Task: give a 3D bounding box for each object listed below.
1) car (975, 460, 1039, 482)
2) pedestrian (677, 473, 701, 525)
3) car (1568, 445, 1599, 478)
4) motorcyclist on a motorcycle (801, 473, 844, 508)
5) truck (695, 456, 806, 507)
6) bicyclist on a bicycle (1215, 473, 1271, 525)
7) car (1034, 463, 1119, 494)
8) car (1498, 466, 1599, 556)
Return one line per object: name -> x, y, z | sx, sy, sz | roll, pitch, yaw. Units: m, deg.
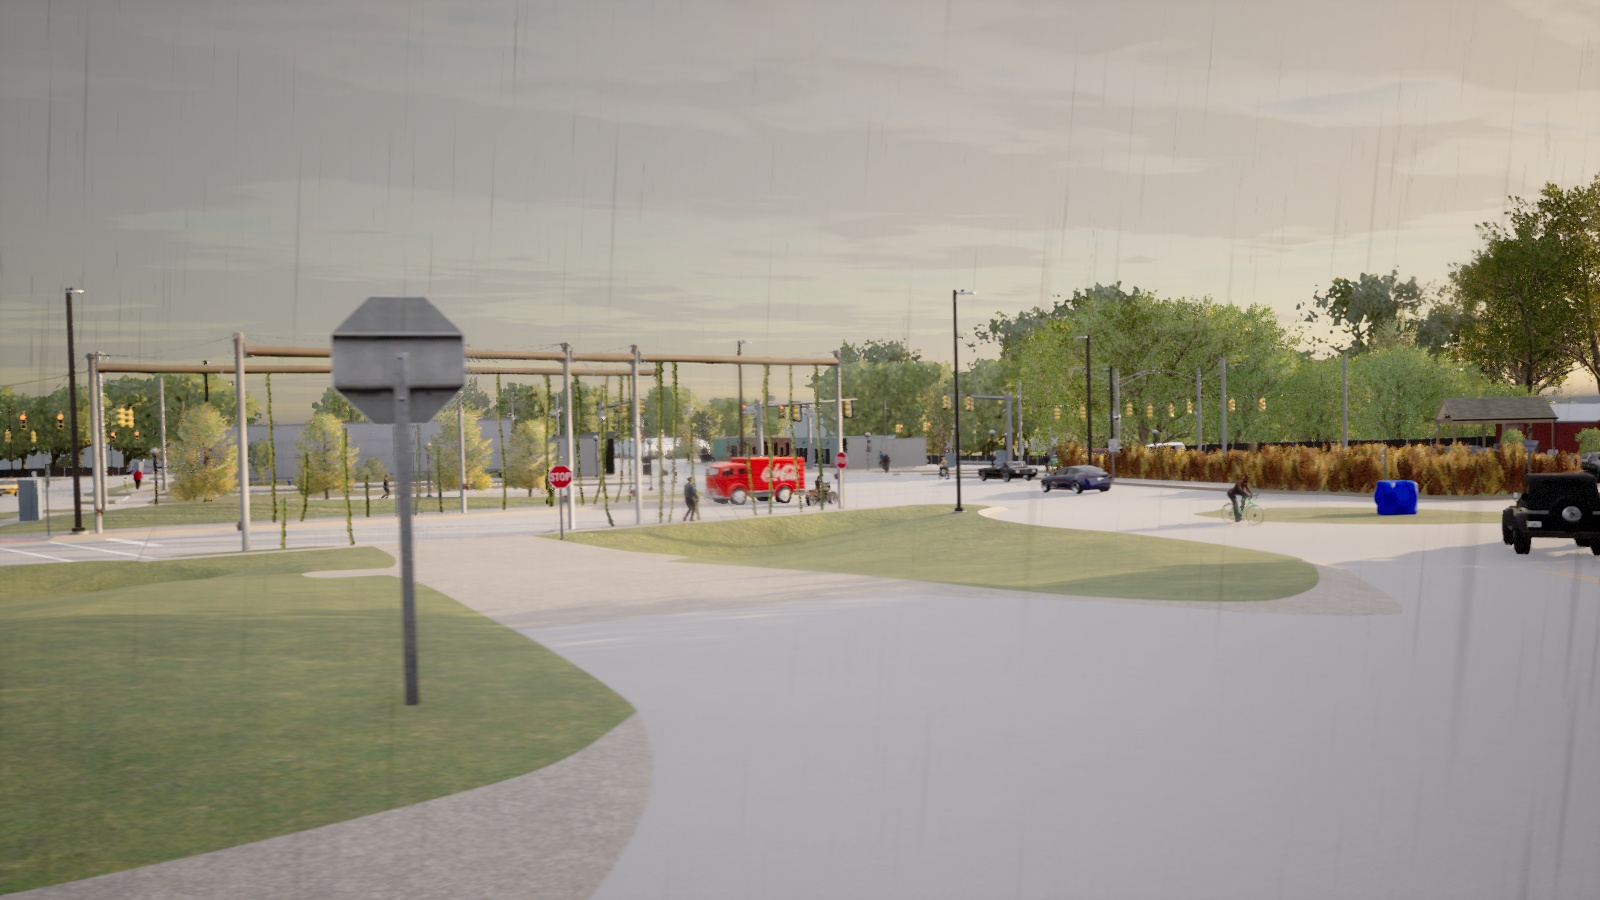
car -> 13.381, 1.327, 81.449 | 1.895, 1.301, 4.718 | -3, 1, -22
pedestrian -> -4.302, 1.886, 48.560 | 0.423, 1.949, 0.788 | 0, 2, 40
car -> 44.420, 0.599, 69.158 | 2.152, 1.651, 5.027 | -2, 1, 13
motorcyclist on a motorcycle -> 1.172, 2.062, 64.237 | 0.766, 1.649, 2.350 | 0, 1, 44
truck -> -2.619, 1.644, 66.742 | 5.204, 2.467, 2.627 | -1, 1, -32
bicyclist on a bicycle -> 14.316, 1.574, 40.612 | 0.582, 1.620, 1.656 | -1, 0, -32
car -> 14.972, 1.516, 68.268 | 2.163, 1.488, 4.792 | -3, 1, -22
car -> 17.981, 1.390, 29.992 | 1.905, 1.878, 3.866 | -1, 1, 24
